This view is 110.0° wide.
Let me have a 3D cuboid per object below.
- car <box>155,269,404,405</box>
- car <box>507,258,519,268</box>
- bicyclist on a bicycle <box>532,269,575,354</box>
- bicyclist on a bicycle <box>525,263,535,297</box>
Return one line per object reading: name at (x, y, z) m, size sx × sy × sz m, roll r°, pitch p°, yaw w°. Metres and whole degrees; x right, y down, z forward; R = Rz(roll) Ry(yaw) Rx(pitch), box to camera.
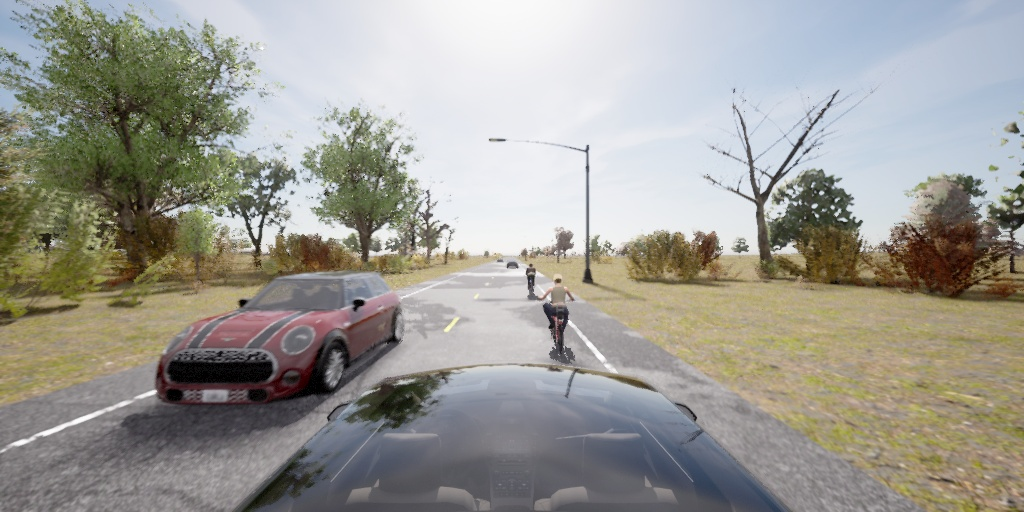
car at (-3.601, 1.102, 6.594) m, size 2.097 × 1.767 × 4.553 m, roll 0°, pitch 0°, yaw 0°
car at (0.082, 1.262, 60.474) m, size 1.812 × 1.442 × 4.674 m, roll 0°, pitch 0°, yaw 0°
bicyclist on a bicycle at (0.981, 1.186, 7.809) m, size 0.866 × 1.612 × 1.509 m, roll 0°, pitch 0°, yaw 0°
bicyclist on a bicycle at (0.959, 1.202, 18.013) m, size 0.582 × 1.620 × 1.656 m, roll 0°, pitch 0°, yaw 0°
